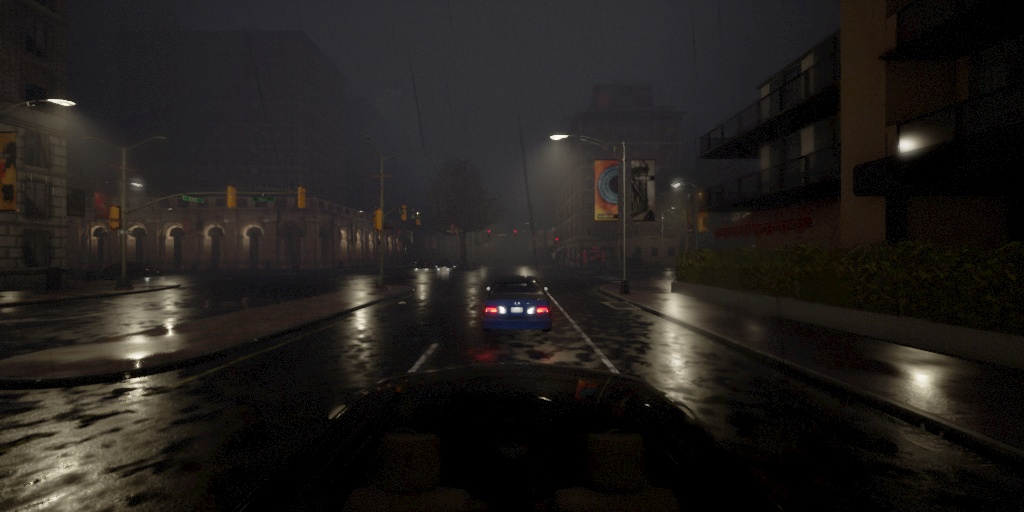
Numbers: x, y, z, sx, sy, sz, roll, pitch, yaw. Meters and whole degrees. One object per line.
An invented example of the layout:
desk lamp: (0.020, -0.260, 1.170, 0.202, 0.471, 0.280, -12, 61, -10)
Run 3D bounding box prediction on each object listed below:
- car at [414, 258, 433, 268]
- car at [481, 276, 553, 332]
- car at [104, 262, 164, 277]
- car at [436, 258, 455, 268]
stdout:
car: (-14.546, 1.083, 59.068, 2.097, 1.767, 4.553, 0, 0, 1)
car: (0.150, 1.294, 10.819, 2.033, 1.411, 5.357, 0, 0, 1)
car: (-36.560, 1.265, 34.666, 4.674, 1.442, 1.812, 0, 0, 0)
car: (-11.032, 1.257, 58.966, 1.812, 1.442, 4.674, 0, 0, 1)
